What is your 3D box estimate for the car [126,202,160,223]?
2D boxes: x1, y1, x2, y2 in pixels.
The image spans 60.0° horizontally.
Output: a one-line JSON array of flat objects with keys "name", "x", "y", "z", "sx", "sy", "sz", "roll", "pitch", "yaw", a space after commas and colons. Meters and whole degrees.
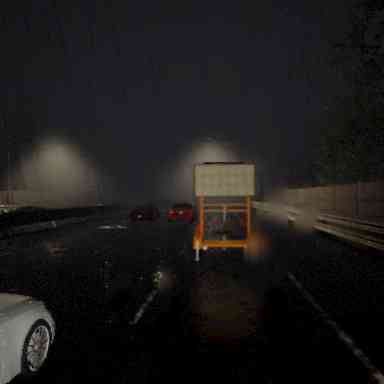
[{"name": "car", "x": -4.179, "y": 1.911, "z": 30.150, "sx": 1.882, "sy": 1.535, "sz": 5.008, "roll": -1, "pitch": -1, "yaw": 5}]

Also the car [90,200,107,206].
[{"name": "car", "x": -18.733, "y": 2.451, "z": 66.840, "sx": 2.097, "sy": 1.767, "sz": 4.553, "roll": -1, "pitch": -1, "yaw": 5}]

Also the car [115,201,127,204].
[{"name": "car", "x": -14.954, "y": 2.575, "z": 69.975, "sx": 1.882, "sy": 1.535, "sz": 5.008, "roll": -1, "pitch": -1, "yaw": 5}]

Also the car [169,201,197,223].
[{"name": "car", "x": -0.730, "y": 1.739, "z": 29.408, "sx": 2.097, "sy": 1.767, "sz": 4.553, "roll": -1, "pitch": -1, "yaw": 5}]

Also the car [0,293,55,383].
[{"name": "car", "x": -2.982, "y": 1.594, "z": 2.782, "sx": 1.812, "sy": 1.442, "sz": 4.674, "roll": -1, "pitch": -1, "yaw": 5}]

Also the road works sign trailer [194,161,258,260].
[{"name": "road works sign trailer", "x": 1.288, "y": 0.618, "z": 13.060, "sx": 2.380, "sy": 3.560, "sz": 2.880, "roll": -1, "pitch": -1, "yaw": 5}]

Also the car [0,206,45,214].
[{"name": "car", "x": -14.915, "y": 2.024, "z": 30.131, "sx": 1.882, "sy": 1.535, "sz": 5.008, "roll": -1, "pitch": -1, "yaw": 5}]

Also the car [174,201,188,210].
[{"name": "car", "x": -1.840, "y": 2.266, "z": 57.761, "sx": 1.882, "sy": 1.535, "sz": 5.008, "roll": -1, "pitch": -1, "yaw": 5}]
